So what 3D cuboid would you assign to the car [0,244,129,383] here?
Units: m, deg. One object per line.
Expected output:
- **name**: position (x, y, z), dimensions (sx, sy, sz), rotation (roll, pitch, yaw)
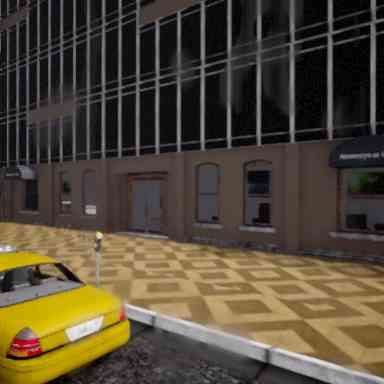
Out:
- **car**: position (-3.081, 1.486, 5.079), dimensions (4.829, 1.417, 1.752), rotation (1, 0, 36)
